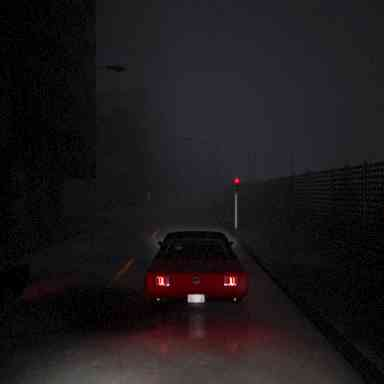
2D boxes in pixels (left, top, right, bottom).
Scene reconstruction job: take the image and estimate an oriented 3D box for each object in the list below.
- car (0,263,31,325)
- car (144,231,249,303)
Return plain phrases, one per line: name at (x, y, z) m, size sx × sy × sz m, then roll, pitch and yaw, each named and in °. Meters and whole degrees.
car at (-4.095, 1.601, 4.297) m, size 1.895 × 1.301 × 4.718 m, roll 0°, pitch 0°, yaw 0°
car at (0.089, 1.601, 8.123) m, size 1.895 × 1.301 × 4.718 m, roll 0°, pitch 0°, yaw 0°
